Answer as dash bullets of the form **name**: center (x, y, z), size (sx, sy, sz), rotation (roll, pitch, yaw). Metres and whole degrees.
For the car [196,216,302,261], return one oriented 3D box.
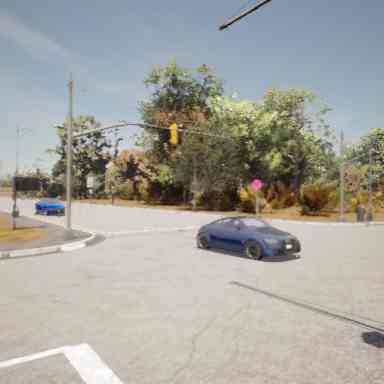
- **car**: center (2.060, 1.654, 12.887), size (1.994, 1.385, 4.181), rotation (1, 0, -39)

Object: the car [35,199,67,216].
- **car**: center (-13.651, 1.446, 32.127), size (1.882, 1.535, 5.008), rotation (1, 0, -39)
